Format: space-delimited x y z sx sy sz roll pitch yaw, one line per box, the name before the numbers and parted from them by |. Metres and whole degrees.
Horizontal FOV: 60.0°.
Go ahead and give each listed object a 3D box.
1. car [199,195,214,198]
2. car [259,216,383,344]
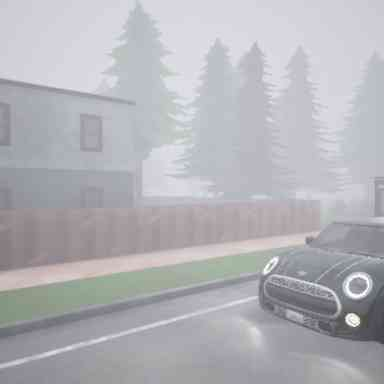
car | 3.160 1.165 80.584 4.674 1.442 1.812 0 0 38
car | 3.406 1.308 6.429 4.553 1.767 2.097 0 0 -36
